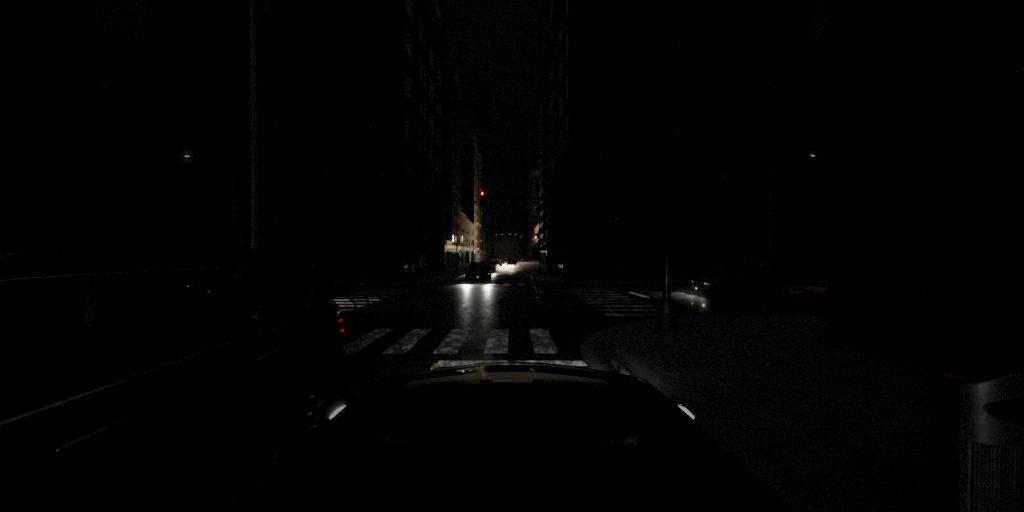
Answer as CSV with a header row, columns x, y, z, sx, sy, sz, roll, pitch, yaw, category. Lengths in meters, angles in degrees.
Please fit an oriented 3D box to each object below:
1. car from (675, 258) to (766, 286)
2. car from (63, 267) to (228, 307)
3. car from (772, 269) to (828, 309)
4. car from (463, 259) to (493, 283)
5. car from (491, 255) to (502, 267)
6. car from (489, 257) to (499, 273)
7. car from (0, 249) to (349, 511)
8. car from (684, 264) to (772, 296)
x,y,z,sx,sy,sz,roll,pitch,yaw,category
12.314,1.027,20.914,5.009,1.841,2.192,0,0,0,car
-15.482,1.257,15.397,4.902,1.511,2.128,0,0,0,car
12.480,1.277,12.889,4.829,1.417,1.751,0,0,0,car
-2.595,1.243,27.578,1.837,1.490,4.892,0,0,-4,car
-2.901,0.923,64.258,2.150,2.045,5.566,0,0,0,car
-2.931,1.203,43.379,1.882,1.535,5.008,0,0,0,car
-2.847,0.972,1.665,2.150,2.045,5.566,0,0,0,car
12.134,1.273,18.338,5.357,1.411,2.033,0,0,3,car
